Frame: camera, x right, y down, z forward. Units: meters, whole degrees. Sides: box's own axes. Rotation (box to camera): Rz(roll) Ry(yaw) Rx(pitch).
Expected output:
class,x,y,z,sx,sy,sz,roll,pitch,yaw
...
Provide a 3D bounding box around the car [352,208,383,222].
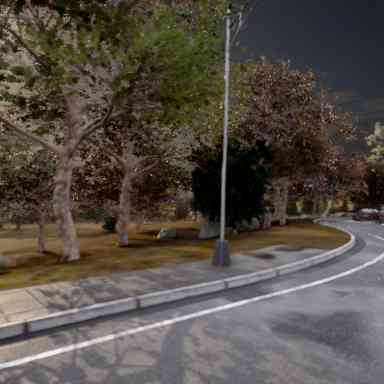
class,x,y,z,sx,sy,sz,roll,pitch,yaw
car,19.964,2.574,37.729,4.674,1.442,1.812,3,-2,-38
